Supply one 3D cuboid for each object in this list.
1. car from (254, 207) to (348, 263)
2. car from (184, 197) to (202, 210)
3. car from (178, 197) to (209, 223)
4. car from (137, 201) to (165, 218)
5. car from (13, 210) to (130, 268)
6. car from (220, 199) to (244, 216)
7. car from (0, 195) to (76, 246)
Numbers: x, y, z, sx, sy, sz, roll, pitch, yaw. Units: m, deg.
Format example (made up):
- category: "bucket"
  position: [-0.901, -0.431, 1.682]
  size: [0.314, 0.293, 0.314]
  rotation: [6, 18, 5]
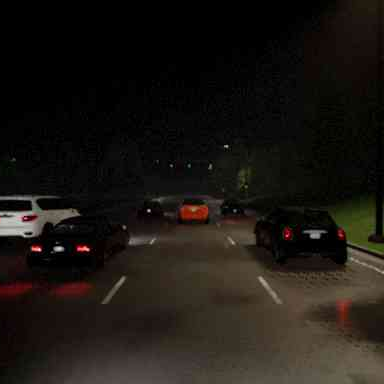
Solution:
- category: "car"
  position: [3.601, 1.299, 11.850]
  size: [2.097, 1.767, 4.553]
  rotation: [0, 0, 0]
- category: "car"
  position: [0.110, 1.390, 40.080]
  size: [1.994, 1.385, 4.181]
  rotation: [0, 0, 0]
- category: "car"
  position: [0.106, 1.244, 24.787]
  size: [2.097, 1.767, 4.553]
  rotation: [0, 0, 0]
- category: "car"
  position: [-3.394, 1.441, 28.165]
  size: [1.994, 1.385, 4.181]
  rotation: [0, 0, 0]
- category: "car"
  position: [-3.400, 1.499, 11.005]
  size: [2.033, 1.411, 5.357]
  rotation: [0, 0, 0]
- category: "car"
  position: [3.607, 1.394, 30.278]
  size: [1.812, 1.442, 4.674]
  rotation: [0, 0, 0]
- category: "car"
  position: [-6.899, 1.153, 15.017]
  size: [2.150, 2.045, 5.566]
  rotation: [0, 0, 0]
